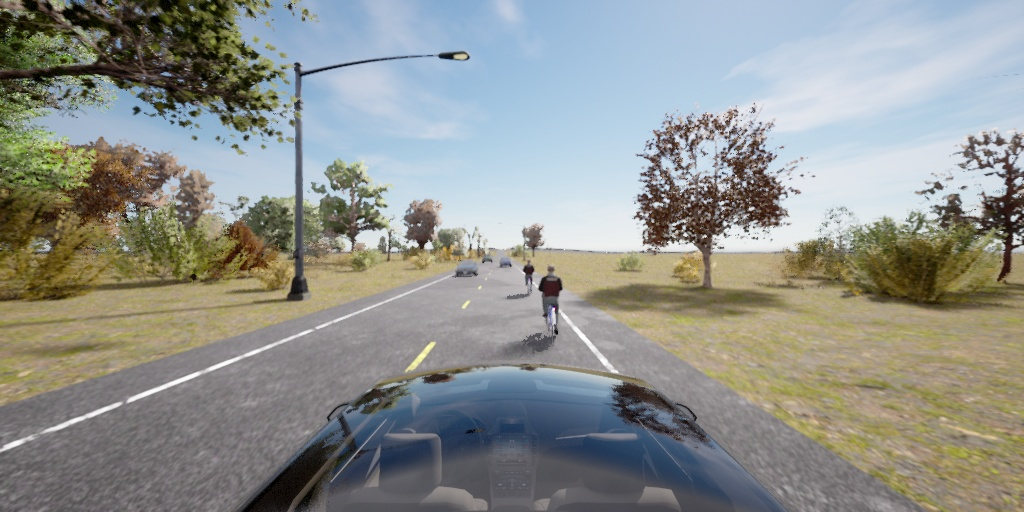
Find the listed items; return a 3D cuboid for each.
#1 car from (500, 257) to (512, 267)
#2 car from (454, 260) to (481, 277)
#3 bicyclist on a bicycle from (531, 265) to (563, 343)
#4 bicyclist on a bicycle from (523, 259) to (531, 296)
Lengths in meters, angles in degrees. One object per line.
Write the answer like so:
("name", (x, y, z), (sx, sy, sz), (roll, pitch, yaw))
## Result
("car", (-0.969, 1.012, 57.622), (2.033, 1.411, 5.357), (0, 0, -1))
("car", (-4.001, 1.121, 32.696), (1.812, 1.442, 4.674), (0, 0, -1))
("bicyclist on a bicycle", (0.923, 1.085, 8.706), (0.659, 1.776, 1.843), (0, 1, 0))
("bicyclist on a bicycle", (0.830, 1.040, 17.723), (0.659, 1.776, 1.843), (0, 1, -1))
